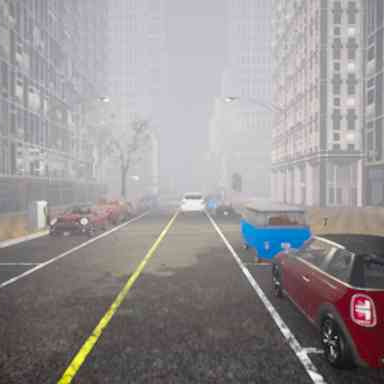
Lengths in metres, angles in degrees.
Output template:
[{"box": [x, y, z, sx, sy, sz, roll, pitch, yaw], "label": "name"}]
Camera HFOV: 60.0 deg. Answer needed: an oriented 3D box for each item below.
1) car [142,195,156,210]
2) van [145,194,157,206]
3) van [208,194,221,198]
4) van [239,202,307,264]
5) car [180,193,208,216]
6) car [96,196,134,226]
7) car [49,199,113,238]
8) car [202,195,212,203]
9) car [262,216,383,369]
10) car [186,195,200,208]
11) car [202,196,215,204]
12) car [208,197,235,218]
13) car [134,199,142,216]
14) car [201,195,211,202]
[{"box": [-5.699, 1.409, 39.822, 1.802, 1.307, 4.206, -1, 0, 0], "label": "car"}, {"box": [-5.701, 1.143, 45.504, 1.690, 1.788, 3.998, -1, 0, 0], "label": "van"}, {"box": [2.679, 1.169, 39.821, 1.690, 1.788, 3.998, -1, 0, 0], "label": "van"}, {"box": [2.680, 1.292, 11.402, 1.690, 1.788, 3.998, -1, 0, 0], "label": "van"}, {"box": [0.099, 1.088, 31.466, 2.150, 2.045, 5.566, 0, 1, 0], "label": "car"}, {"box": [-5.701, 1.216, 22.769, 2.192, 1.841, 5.009, -1, 0, 0], "label": "car"}, {"box": [-5.699, 1.366, 17.086, 1.967, 1.590, 4.097, -1, 0, 0], "label": "car"}, {"box": [2.792, 1.304, 62.554, 1.802, 1.307, 4.206, -1, 0, 0], "label": "car"}, {"box": [2.681, 1.416, 5.719, 1.967, 1.590, 4.097, -1, 0, 0], "label": "car"}, {"box": [0.097, 1.279, 45.695, 1.882, 1.535, 5.008, 0, 0, 0], "label": "car"}, {"box": [2.734, 1.315, 56.871, 1.947, 1.339, 4.313, -1, 0, 0], "label": "car"}, {"box": [2.682, 1.428, 28.454, 2.008, 1.369, 4.403, -1, 0, 0], "label": "car"}, {"box": [-5.699, 1.459, 28.454, 1.802, 1.307, 4.206, -1, 0, 0], "label": "car"}, {"box": [2.810, 1.261, 68.240, 1.947, 1.339, 4.313, -1, 0, 0], "label": "car"}]
